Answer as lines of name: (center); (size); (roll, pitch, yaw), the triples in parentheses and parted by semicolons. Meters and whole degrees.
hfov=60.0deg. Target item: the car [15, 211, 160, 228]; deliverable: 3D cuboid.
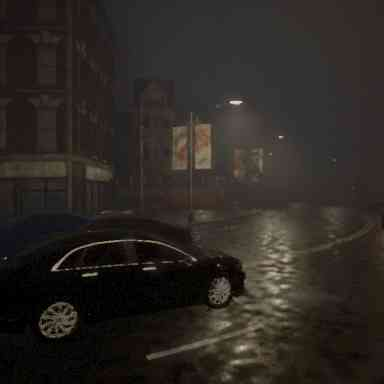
car: (-2.316, 1.458, 9.954); (5.008, 1.535, 1.882); (0, 0, -33)

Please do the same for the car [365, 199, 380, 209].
car: (23.364, 1.530, 41.384); (1.895, 1.301, 4.718); (0, 0, 6)

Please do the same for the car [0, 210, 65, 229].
car: (-5.540, 1.453, 12.058); (5.008, 1.535, 1.882); (0, 1, -31)

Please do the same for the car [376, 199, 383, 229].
car: (12.979, 1.457, 20.884); (2.128, 1.511, 4.902); (0, 0, 31)

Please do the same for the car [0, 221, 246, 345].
car: (-1.199, 1.491, 6.320); (4.892, 1.490, 1.837); (0, 1, -30)
